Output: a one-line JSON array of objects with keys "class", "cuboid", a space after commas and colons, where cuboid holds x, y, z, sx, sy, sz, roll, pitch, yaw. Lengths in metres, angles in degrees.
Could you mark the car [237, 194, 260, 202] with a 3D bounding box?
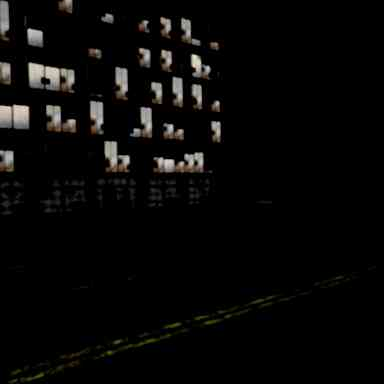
[{"class": "car", "cuboid": [10.537, 1.080, 62.012, 1.895, 1.301, 4.718, -2, 1, -32]}]
